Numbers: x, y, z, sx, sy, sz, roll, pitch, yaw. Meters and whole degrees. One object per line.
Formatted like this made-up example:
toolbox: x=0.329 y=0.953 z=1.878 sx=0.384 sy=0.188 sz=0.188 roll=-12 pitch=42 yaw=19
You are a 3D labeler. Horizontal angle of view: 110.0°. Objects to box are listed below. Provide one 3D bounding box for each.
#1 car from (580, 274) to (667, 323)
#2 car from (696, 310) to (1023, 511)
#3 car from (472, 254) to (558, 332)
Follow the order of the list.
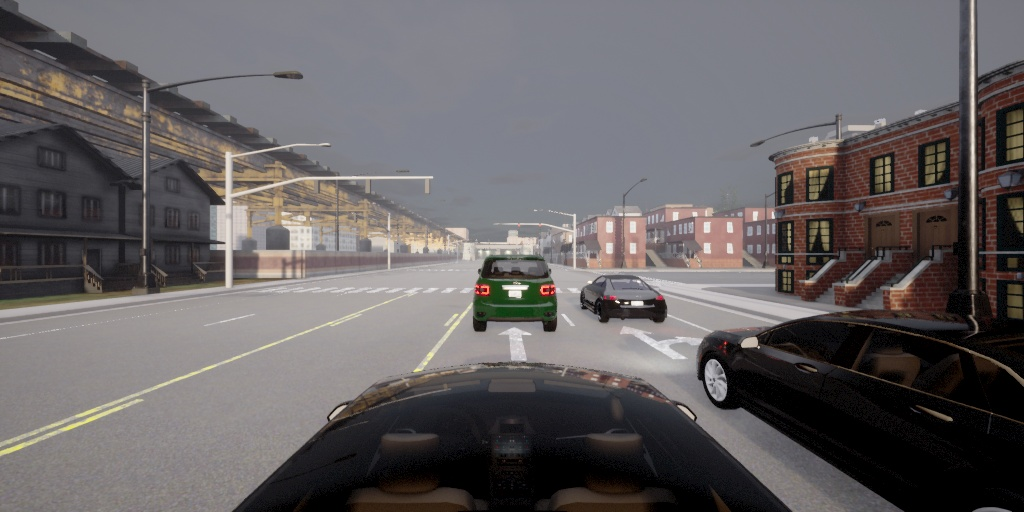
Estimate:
car: x=3.582 y=1.314 z=12.192 sx=1.994 sy=1.385 sz=4.181 roll=0 pitch=0 yaw=1
car: x=3.599 y=1.255 z=3.279 sx=1.837 sy=1.490 sz=4.892 roll=0 pitch=0 yaw=0
car: x=0.083 y=0.971 z=11.021 sx=2.150 sy=2.045 sz=5.566 roll=0 pitch=0 yaw=0
